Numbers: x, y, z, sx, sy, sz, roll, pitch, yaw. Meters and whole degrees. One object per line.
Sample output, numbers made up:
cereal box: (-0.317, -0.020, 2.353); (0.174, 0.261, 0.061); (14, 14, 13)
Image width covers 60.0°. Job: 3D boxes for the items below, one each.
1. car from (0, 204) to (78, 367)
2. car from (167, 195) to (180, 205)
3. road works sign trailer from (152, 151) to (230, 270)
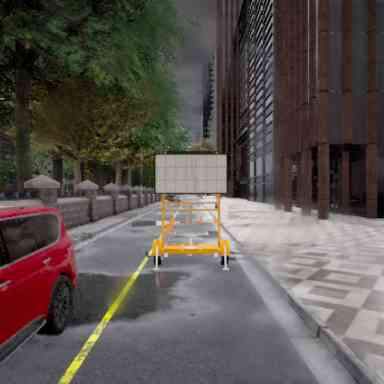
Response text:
car: (-3.110, 1.221, 3.772); (2.150, 2.045, 5.566); (0, 0, 0)
car: (-3.156, 1.309, 57.895); (2.097, 1.767, 4.553); (0, 0, 0)
road works sign trailer: (-0.028, 0.464, 11.004); (2.380, 3.560, 2.880); (0, 0, 0)
